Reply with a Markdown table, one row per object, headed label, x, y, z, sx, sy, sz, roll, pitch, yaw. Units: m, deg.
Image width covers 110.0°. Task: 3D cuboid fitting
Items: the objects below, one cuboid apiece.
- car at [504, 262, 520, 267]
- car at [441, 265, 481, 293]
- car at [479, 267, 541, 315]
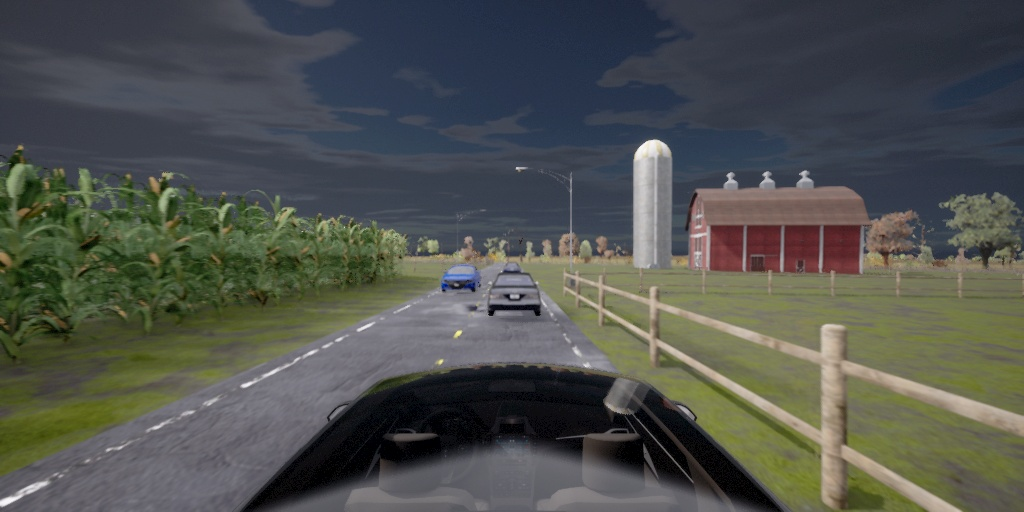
| label | x | y | z | sx | sy | sz | roll | pitch | yaw |
| --- | --- | --- | --- | --- | --- | --- | --- | --- | --- |
| car | 0.008 | 1.376 | 40.574 | 1.994 | 1.385 | 4.181 | 0 | 0 | 0 |
| car | -2.888 | 1.253 | 21.174 | 1.882 | 1.535 | 5.008 | 0 | 0 | 0 |
| car | 0.073 | 1.312 | 13.652 | 2.033 | 1.411 | 5.357 | 0 | 0 | 0 |
